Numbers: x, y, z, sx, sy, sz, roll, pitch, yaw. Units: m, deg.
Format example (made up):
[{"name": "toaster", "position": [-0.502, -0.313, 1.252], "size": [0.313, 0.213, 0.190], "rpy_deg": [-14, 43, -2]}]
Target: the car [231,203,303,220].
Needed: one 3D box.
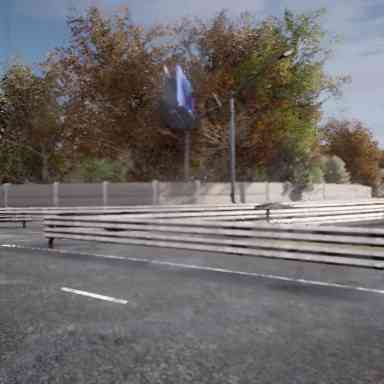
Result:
[{"name": "car", "position": [4.901, 1.502, 21.646], "size": [4.892, 1.490, 1.837], "rpy_deg": [-1, 0, -23]}]
